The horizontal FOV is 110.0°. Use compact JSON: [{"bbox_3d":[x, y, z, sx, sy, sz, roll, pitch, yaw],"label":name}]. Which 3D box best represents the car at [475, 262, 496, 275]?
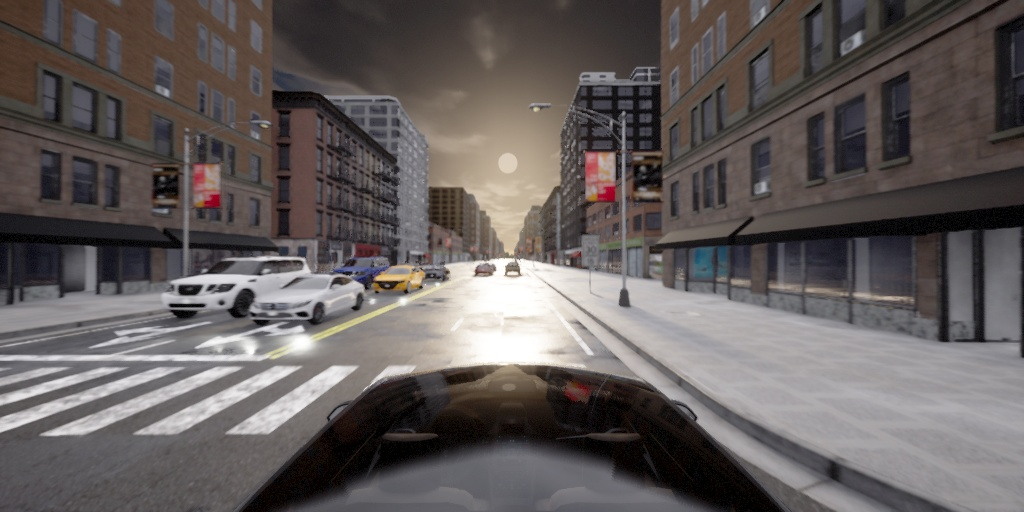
[{"bbox_3d":[-3.245,1.500,41.903,1.994,1.385,4.181,0,0,0],"label":"car"}]

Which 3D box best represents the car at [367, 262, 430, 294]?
[{"bbox_3d":[-6.596,1.318,21.480,1.882,1.535,5.008,0,0,0],"label":"car"}]

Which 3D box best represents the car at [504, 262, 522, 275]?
[{"bbox_3d":[0.105,1.448,43.006,1.837,1.490,4.892,0,0,0],"label":"car"}]

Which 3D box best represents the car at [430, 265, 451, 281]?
[{"bbox_3d":[-6.585,1.451,31.515,1.994,1.385,4.181,0,0,0],"label":"car"}]

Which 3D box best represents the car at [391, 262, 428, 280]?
[{"bbox_3d":[-9.832,1.393,34.721,2.128,1.511,4.902,0,0,0],"label":"car"}]

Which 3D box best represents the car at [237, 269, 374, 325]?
[{"bbox_3d":[-6.599,1.323,12.209,1.812,1.442,4.674,0,0,0],"label":"car"}]

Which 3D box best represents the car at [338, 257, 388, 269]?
[{"bbox_3d":[-9.848,1.072,23.974,2.150,2.045,5.566,0,0,0],"label":"car"}]

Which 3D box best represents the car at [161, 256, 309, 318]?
[{"bbox_3d":[-9.851,1.024,13.606,2.150,2.045,5.566,0,0,0],"label":"car"}]
